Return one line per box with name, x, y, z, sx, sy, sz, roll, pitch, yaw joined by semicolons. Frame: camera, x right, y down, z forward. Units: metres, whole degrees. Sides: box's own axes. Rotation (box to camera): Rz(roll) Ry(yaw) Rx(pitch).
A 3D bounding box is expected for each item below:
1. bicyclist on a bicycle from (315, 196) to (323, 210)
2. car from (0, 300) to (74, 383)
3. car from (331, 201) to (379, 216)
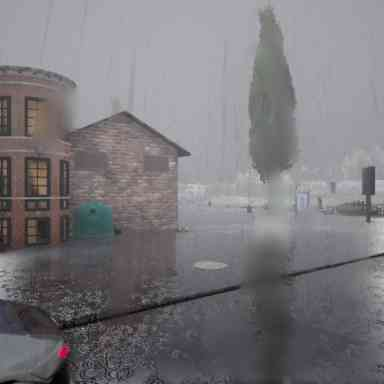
bicyclist on a bicycle;15.376;1.349;40.196;1.656;1.620;0.582;0;0;-36
car;-3.089;1.564;2.403;4.181;1.385;1.994;0;0;-36
car;15.818;1.564;32.490;1.994;1.385;4.181;0;0;-36
